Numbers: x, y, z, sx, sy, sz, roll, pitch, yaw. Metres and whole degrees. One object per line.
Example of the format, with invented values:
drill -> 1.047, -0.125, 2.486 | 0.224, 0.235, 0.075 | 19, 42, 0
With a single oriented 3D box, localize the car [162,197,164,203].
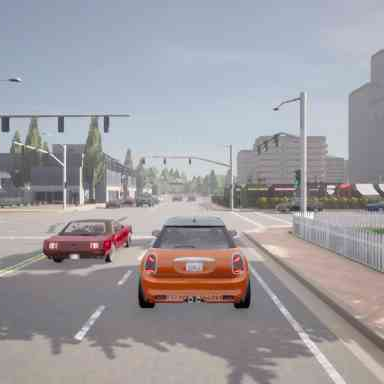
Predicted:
car -> -7.046, 1.524, 70.845 | 1.812, 1.442, 4.674 | 0, 0, 0

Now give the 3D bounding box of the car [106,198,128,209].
car -> -10.628, 1.564, 46.287 | 1.994, 1.385, 4.181 | 0, 0, 0

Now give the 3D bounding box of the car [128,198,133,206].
car -> -10.622, 1.601, 55.049 | 1.895, 1.301, 4.718 | 0, 0, 0

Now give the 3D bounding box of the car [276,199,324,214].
car -> 11.249, 1.491, 34.718 | 4.902, 1.511, 2.128 | 0, 0, -2

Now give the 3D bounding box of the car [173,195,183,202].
car -> -3.551, 1.513, 77.708 | 1.812, 1.442, 4.674 | 0, 0, 0

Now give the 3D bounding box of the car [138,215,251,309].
car -> 0.059, 1.352, 8.056 | 2.097, 1.767, 4.553 | 0, 0, 0

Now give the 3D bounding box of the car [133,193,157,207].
car -> -7.129, 1.221, 51.114 | 2.150, 2.045, 5.566 | 0, 0, 1

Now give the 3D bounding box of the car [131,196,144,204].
car -> -10.588, 1.564, 64.997 | 1.994, 1.385, 4.181 | 0, 0, 0

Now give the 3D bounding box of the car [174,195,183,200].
car -> -3.557, 1.425, 87.663 | 1.994, 1.385, 4.181 | 0, 0, 0

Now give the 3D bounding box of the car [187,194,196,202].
car -> -0.051, 1.531, 77.391 | 2.033, 1.411, 5.357 | 0, 0, 0

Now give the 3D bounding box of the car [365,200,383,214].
car -> 20.893, 1.478, 34.962 | 5.008, 1.535, 1.882 | 0, 0, -2

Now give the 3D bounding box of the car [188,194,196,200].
car -> -0.057, 1.398, 87.667 | 2.128, 1.511, 4.902 | 0, 0, 0

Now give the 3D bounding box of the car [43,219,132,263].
car -> -3.424, 1.601, 11.949 | 1.895, 1.301, 4.718 | 0, 0, 0

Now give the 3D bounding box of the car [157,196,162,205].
car -> -7.111, 1.564, 60.520 | 1.994, 1.385, 4.181 | 0, 0, 0
